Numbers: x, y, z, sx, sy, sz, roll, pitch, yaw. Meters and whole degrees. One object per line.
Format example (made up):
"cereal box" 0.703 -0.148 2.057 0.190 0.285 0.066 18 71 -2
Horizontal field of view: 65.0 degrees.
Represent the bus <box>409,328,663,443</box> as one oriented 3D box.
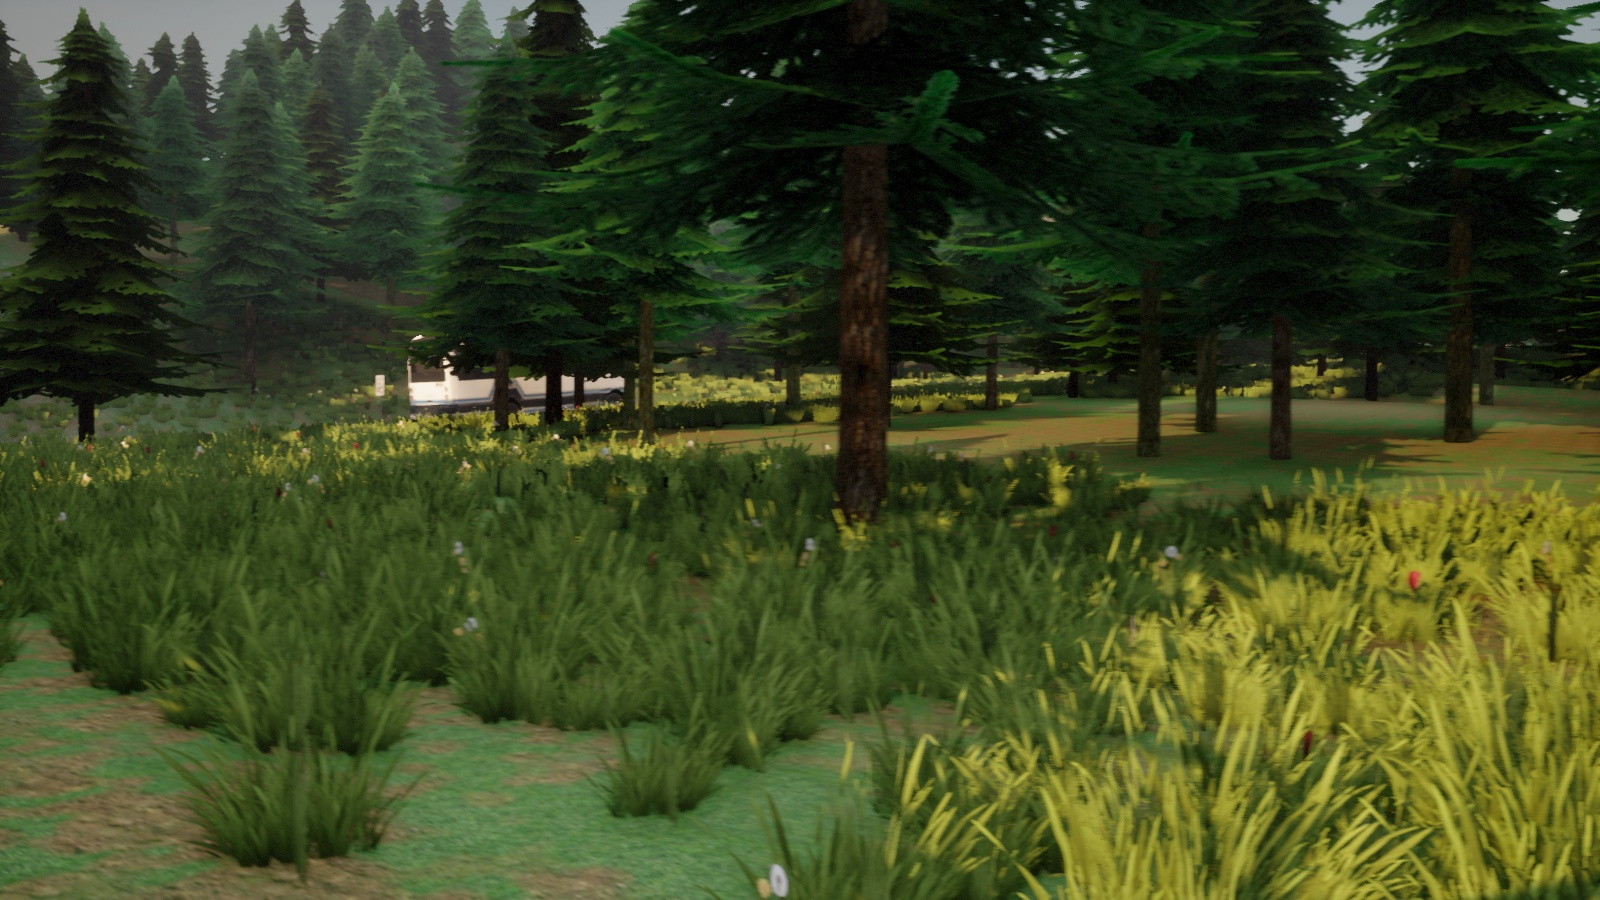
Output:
"bus" -11.407 -2.937 55.536 3.944 4.253 10.273 0 6 43
